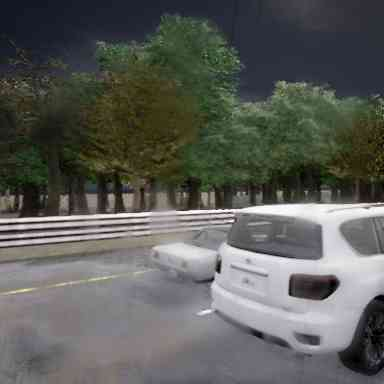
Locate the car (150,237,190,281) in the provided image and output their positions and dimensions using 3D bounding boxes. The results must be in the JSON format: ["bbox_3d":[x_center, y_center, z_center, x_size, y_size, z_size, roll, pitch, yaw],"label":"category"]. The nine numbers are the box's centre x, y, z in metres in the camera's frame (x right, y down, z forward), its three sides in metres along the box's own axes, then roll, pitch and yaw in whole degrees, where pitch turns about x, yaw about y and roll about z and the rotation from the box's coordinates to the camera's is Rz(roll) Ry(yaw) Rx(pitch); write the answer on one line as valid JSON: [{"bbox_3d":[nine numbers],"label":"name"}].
[{"bbox_3d":[1.371,1.594,9.018,4.718,1.301,1.895,0,0,-35],"label":"car"}]

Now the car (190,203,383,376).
[{"bbox_3d":[2.897,1.216,5.807,5.566,2.045,2.150,0,0,-35],"label":"car"}]
